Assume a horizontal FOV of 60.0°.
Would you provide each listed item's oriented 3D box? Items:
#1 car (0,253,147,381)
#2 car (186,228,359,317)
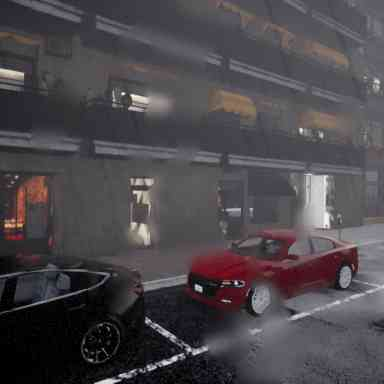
[{"bbox_3d":[-2.664,1.566,4.191,4.313,1.339,1.947,0,1,-36],"label":"car"},{"bbox_3d":[1.953,1.546,7.485,4.507,1.381,1.887,0,1,-36],"label":"car"}]
